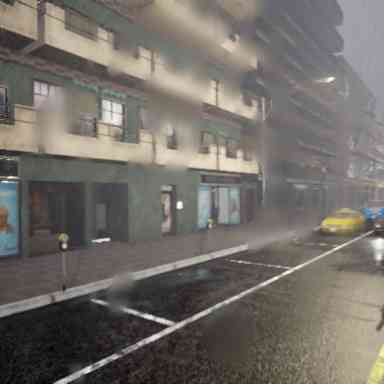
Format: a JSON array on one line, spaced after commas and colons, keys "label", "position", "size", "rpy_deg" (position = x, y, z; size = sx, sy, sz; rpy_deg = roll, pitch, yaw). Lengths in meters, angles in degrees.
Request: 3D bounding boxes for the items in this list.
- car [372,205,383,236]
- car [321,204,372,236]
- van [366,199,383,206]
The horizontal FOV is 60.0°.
[{"label": "car", "position": [11.688, 1.654, 18.785], "size": [2.033, 1.411, 5.357], "rpy_deg": [-1, -1, 38]}, {"label": "car", "position": [8.960, 1.667, 19.526], "size": [1.752, 1.417, 4.829], "rpy_deg": [-1, -1, 38]}, {"label": "van", "position": [16.020, 1.528, 28.596], "size": [1.690, 1.788, 3.998], "rpy_deg": [-1, -1, 38]}]
